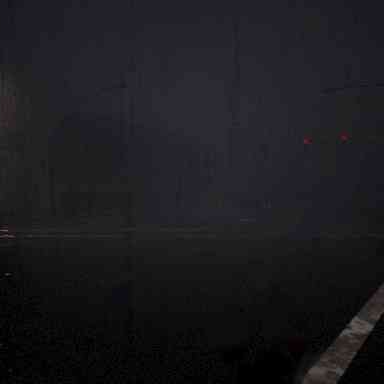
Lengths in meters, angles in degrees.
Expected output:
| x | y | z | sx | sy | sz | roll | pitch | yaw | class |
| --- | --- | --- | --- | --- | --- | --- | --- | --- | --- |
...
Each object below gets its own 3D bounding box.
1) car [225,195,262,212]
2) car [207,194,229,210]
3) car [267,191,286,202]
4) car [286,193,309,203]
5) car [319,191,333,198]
| x | y | z | sx | sy | sz | roll | pitch | yaw | class |
| --- | --- | --- | --- | --- | --- | --- | --- | --- | --- |
| 6.134 | 1.312 | 37.154 | 2.128 | 1.511 | 4.902 | 0 | 1 | 36 | car |
| 3.666 | 1.167 | 39.712 | 2.097 | 1.767 | 4.553 | 0 | 1 | 36 | car |
| 13.888 | 0.714 | 53.854 | 2.097 | 1.767 | 4.553 | 0 | 1 | 36 | car |
| 16.692 | 0.923 | 51.763 | 1.994 | 1.385 | 4.181 | 0 | 1 | 36 | car |
| 25.956 | 0.652 | 64.457 | 1.837 | 1.490 | 4.892 | 0 | 0 | 36 | car |
